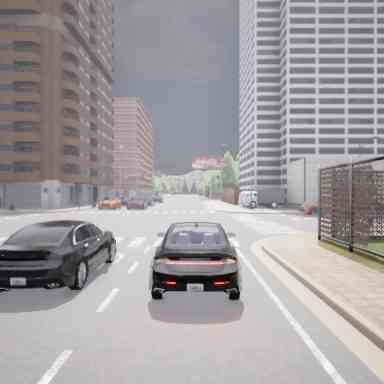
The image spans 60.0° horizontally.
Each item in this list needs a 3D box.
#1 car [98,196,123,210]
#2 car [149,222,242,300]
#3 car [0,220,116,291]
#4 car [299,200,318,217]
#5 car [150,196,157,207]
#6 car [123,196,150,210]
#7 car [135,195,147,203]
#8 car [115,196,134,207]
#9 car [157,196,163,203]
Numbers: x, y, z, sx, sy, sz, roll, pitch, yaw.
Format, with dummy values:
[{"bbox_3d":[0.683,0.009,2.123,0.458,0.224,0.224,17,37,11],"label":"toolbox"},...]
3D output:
[{"bbox_3d":[-10.571,1.352,42.903,2.097,1.767,4.553,0,0,0],"label":"car"},{"bbox_3d":[0.107,1.492,8.364,2.128,1.511,4.902,0,0,1],"label":"car"},{"bbox_3d":[-3.417,1.506,8.995,1.837,1.490,4.892,0,0,0],"label":"car"},{"bbox_3d":[12.154,1.297,30.295,4.553,1.767,2.097,0,0,0],"label":"car"},{"bbox_3d":[-7.068,1.503,52.071,1.837,1.490,4.892,0,1,0],"label":"car"},{"bbox_3d":[-7.047,1.352,42.893,2.097,1.767,4.553,0,0,0],"label":"car"},{"bbox_3d":[-10.475,1.475,68.686,1.882,1.535,5.008,0,0,0],"label":"car"},{"bbox_3d":[-10.566,1.478,52.301,1.882,1.535,5.008,0,0,0],"label":"car"},{"bbox_3d":[-6.986,1.476,68.121,1.882,1.535,5.008,0,0,0],"label":"car"}]
